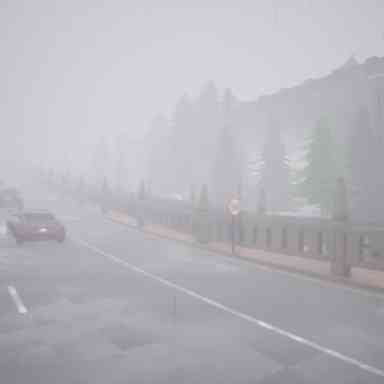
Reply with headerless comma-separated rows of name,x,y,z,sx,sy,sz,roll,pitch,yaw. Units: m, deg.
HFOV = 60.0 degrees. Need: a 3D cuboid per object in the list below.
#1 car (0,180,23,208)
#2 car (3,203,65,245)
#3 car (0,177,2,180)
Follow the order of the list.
car,-14.670,0.326,26.095,2.097,1.767,4.553,1,5,-34
car,-7.333,1.465,15.507,1.994,1.385,4.181,1,2,-34
car,-21.296,-0.948,35.654,2.097,1.767,4.553,1,5,-34
